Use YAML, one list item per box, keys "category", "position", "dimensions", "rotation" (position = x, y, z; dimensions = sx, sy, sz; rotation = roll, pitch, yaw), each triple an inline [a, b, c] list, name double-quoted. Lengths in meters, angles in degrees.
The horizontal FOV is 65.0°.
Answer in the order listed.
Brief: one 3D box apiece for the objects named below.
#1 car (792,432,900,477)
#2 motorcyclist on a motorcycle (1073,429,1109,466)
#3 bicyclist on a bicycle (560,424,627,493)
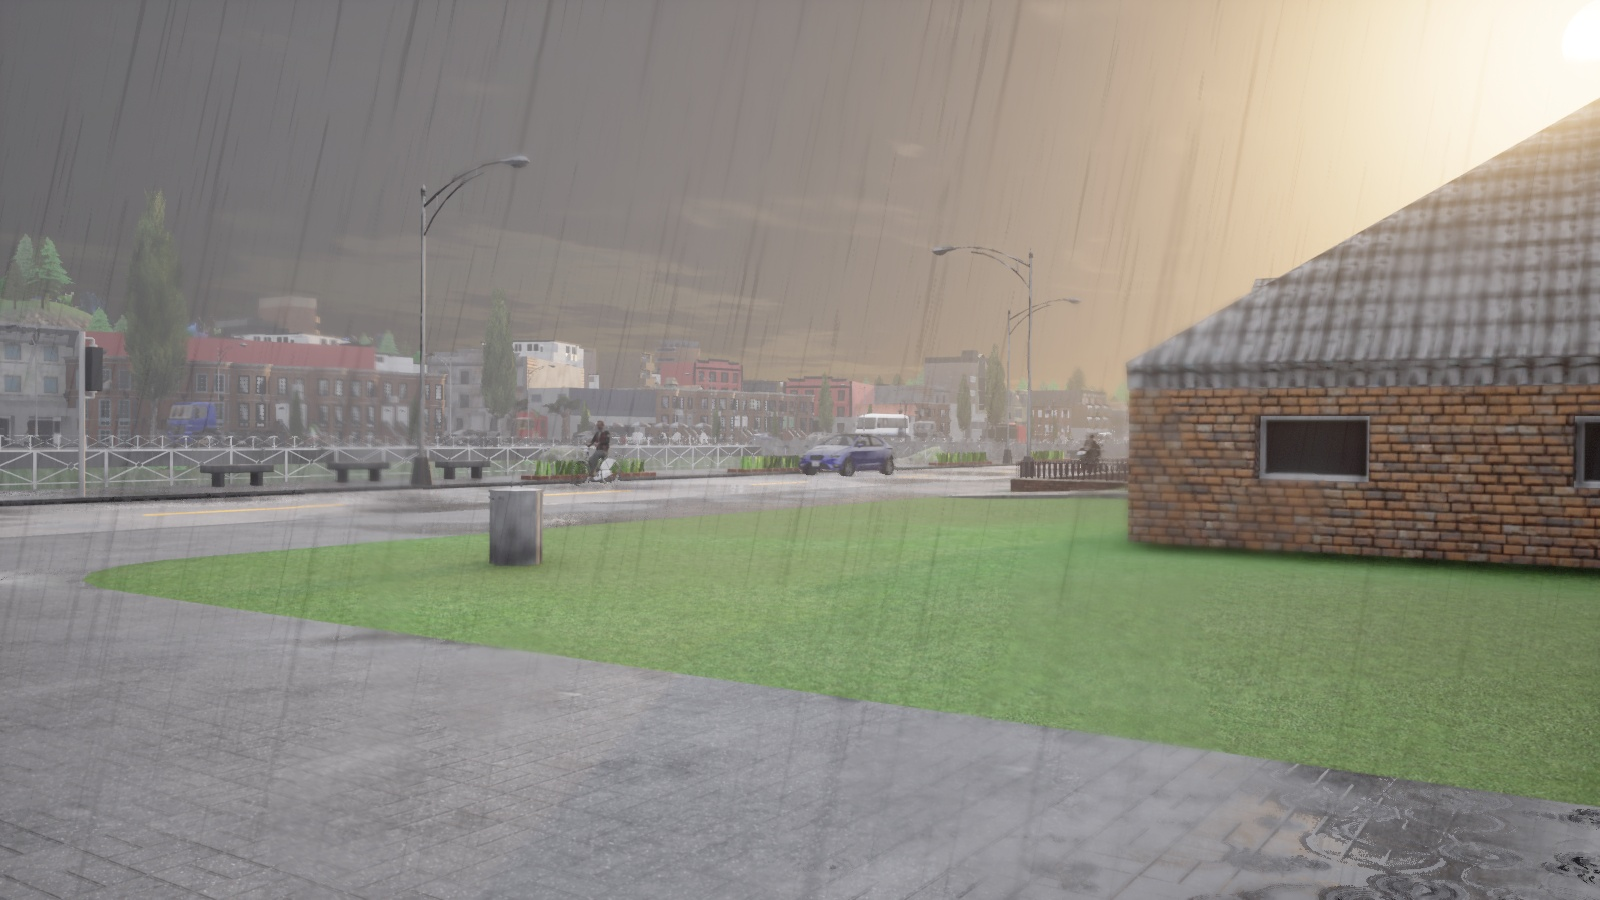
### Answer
- category: "car"
  position: [1.656, 0.133, 43.695]
  dimensions: [1.816, 1.474, 4.193]
  rotation: [0, 1, 34]
- category: "motorcyclist on a motorcycle"
  position: [12.090, -0.108, 52.175]
  dimensions: [0.797, 1.523, 2.044]
  rotation: [0, 1, 34]
- category: "bicyclist on a bicycle"
  position: [-5.414, 0.200, 33.049]
  dimensions: [0.659, 1.776, 1.843]
  rotation: [0, 1, 34]
